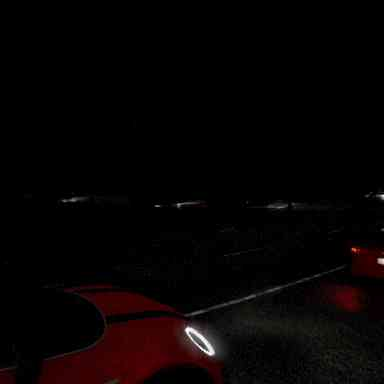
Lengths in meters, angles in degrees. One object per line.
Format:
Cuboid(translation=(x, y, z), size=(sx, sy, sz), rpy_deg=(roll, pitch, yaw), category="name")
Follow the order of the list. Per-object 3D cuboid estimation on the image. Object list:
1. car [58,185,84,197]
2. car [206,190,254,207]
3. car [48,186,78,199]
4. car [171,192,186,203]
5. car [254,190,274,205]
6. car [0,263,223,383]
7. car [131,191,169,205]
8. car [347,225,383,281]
Cuboid(translation=(-21.013, -0.206, 57.015), size=(5.566, 2.045, 2.150), rpy_deg=(2, 4, 33), category="car")
Cuboid(translation=(3.847, 0.843, 36.677), size=(4.902, 1.511, 2.128), rpy_deg=(0, 3, 33), category="car")
Cuboid(translation=(-20.766, 0.322, 52.677), size=(4.892, 1.490, 1.837), rpy_deg=(2, 4, 33), category="car")
Cuboid(translation=(-3.125, 0.646, 45.367), size=(4.892, 1.490, 1.837), rpy_deg=(1, 3, 33), category="car")
Cuboid(translation=(7.138, 0.527, 38.729), size=(4.553, 1.767, 2.097), rpy_deg=(-1, 2, 32), category="car")
Cuboid(translation=(-1.912, 1.351, 2.571), size=(4.553, 1.767, 2.097), rpy_deg=(0, 0, -35), category="car")
Cuboid(translation=(-5.578, 0.773, 42.789), size=(5.008, 1.535, 1.882), rpy_deg=(1, 3, 33), category="car")
Cuboid(translation=(5.802, 1.476, 8.665), size=(4.181, 1.385, 1.994), rpy_deg=(-1, 1, -41), category="car")
